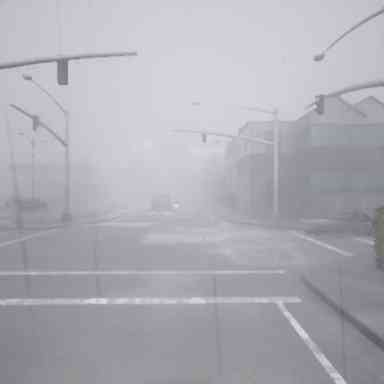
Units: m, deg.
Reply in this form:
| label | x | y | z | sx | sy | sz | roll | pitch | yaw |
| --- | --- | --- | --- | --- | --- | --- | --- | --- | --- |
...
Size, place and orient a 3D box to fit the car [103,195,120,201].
| label | x | y | z | sx | sy | sz | roll | pitch | yaw |
| --- | --- | --- | --- | --- | --- | --- | --- | --- | --- |
| car | -22.173 | 1.586 | 91.686 | 4.611 | 1.667 | 2.242 | 0 | 0 | 0 |

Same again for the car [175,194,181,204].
| label | x | y | z | sx | sy | sz | roll | pitch | yaw |
| --- | --- | --- | --- | --- | --- | --- | --- | --- | --- |
| car | -3.503 | 1.543 | 61.219 | 1.895 | 1.301 | 4.718 | 0 | 0 | 0 |

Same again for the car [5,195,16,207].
| label | x | y | z | sx | sy | sz | roll | pitch | yaw |
| --- | --- | --- | --- | --- | --- | --- | --- | --- | --- |
| car | -25.892 | 1.242 | 49.806 | 1.932 | 1.855 | 4.605 | 0 | 0 | 0 |

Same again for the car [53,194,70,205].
| label | x | y | z | sx | sy | sz | roll | pitch | yaw |
| --- | --- | --- | --- | --- | --- | --- | --- | --- | --- |
| car | -22.627 | 1.215 | 57.683 | 1.905 | 1.878 | 3.866 | 0 | 0 | 0 |

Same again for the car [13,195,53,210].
| label | x | y | z | sx | sy | sz | roll | pitch | yaw |
| --- | --- | --- | --- | --- | --- | --- | --- | --- | --- |
| car | -18.924 | 1.452 | 39.815 | 2.007 | 1.523 | 4.514 | 0 | 0 | 0 |

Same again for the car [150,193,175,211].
| label | x | y | z | sx | sy | sz | roll | pitch | yaw |
| --- | --- | --- | --- | --- | --- | --- | --- | --- | --- |
| car | -3.598 | 1.184 | 39.676 | 2.150 | 2.045 | 5.566 | 0 | 0 | 0 |

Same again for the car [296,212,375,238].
| label | x | y | z | sx | sy | sz | roll | pitch | yaw |
| --- | --- | --- | --- | --- | --- | --- | --- | --- | --- |
| car | 8.290 | 1.771 | 18.348 | 4.718 | 1.301 | 1.895 | 0 | 0 | 0 |

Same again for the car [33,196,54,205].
| label | x | y | z | sx | sy | sz | roll | pitch | yaw |
| --- | --- | --- | --- | --- | --- | --- | --- | --- | --- |
| car | -25.953 | 1.498 | 58.286 | 1.970 | 1.475 | 3.806 | 0 | 0 | 0 |
